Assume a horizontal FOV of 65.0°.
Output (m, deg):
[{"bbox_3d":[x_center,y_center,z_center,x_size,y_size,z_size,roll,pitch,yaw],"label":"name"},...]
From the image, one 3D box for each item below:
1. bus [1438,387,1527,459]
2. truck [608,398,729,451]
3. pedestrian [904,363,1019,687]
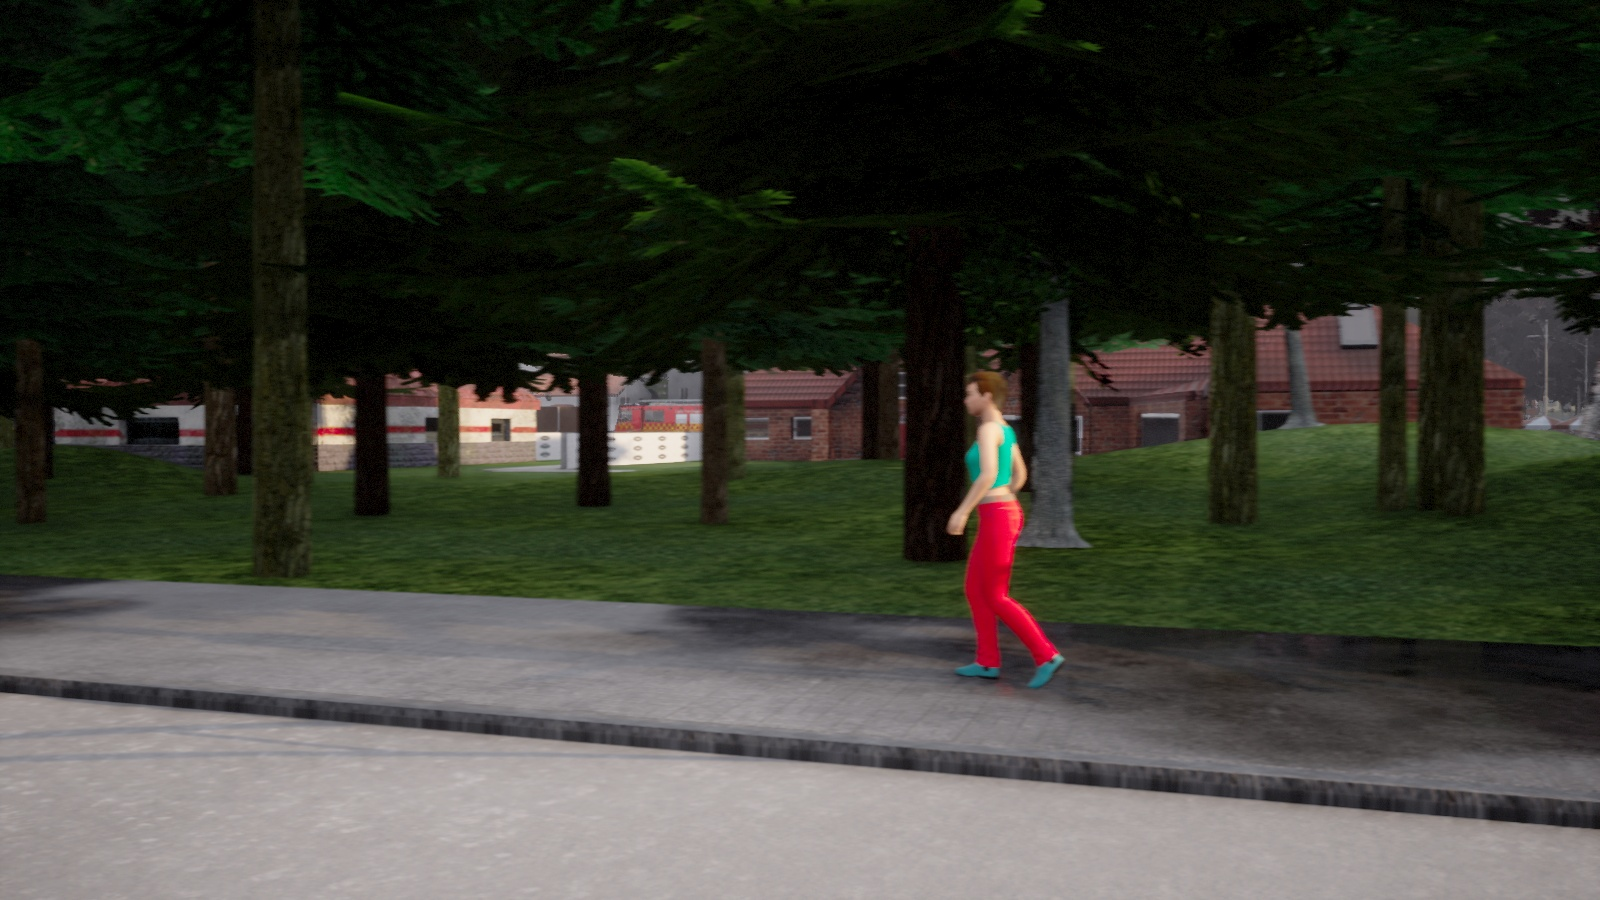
[{"bbox_3d":[43.331,-1.655,80.083,3.944,4.253,10.273,0,1,23],"label":"bus"},{"bbox_3d":[-9.803,-1.914,93.699,8.468,3.827,2.891,1,1,18],"label":"truck"},{"bbox_3d":[0.950,0.420,7.362,0.594,1.836,0.345,1,1,21],"label":"pedestrian"}]
